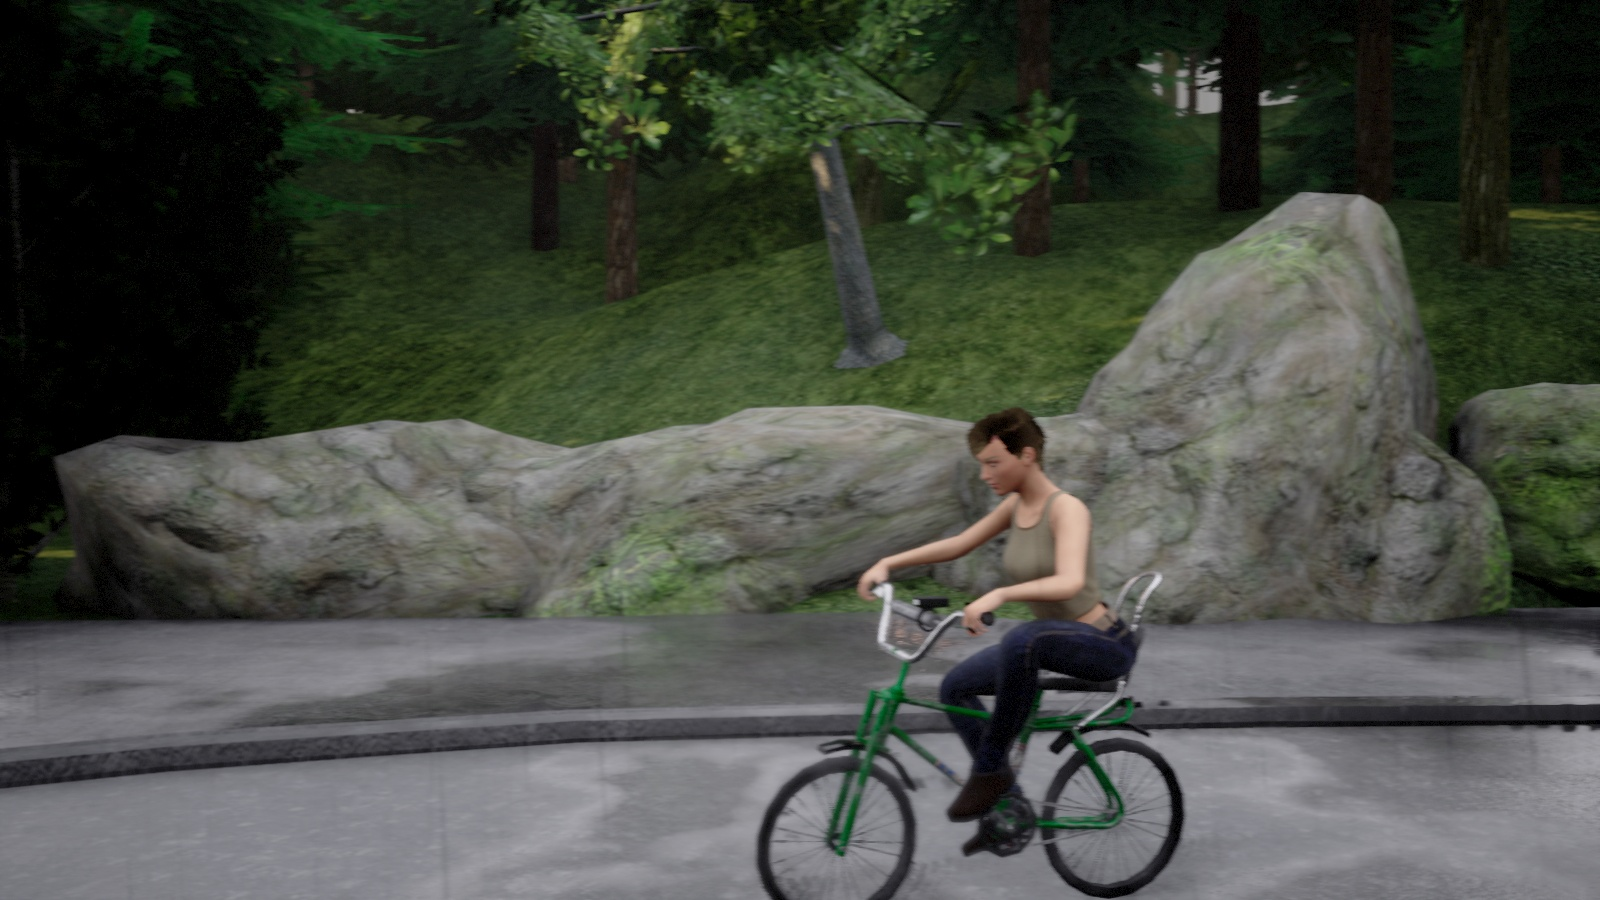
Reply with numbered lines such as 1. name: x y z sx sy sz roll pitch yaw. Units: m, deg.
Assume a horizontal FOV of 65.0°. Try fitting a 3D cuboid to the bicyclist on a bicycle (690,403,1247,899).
1. bicyclist on a bicycle: 0.487 0.668 3.981 1.509 1.612 0.866 0 2 -17
